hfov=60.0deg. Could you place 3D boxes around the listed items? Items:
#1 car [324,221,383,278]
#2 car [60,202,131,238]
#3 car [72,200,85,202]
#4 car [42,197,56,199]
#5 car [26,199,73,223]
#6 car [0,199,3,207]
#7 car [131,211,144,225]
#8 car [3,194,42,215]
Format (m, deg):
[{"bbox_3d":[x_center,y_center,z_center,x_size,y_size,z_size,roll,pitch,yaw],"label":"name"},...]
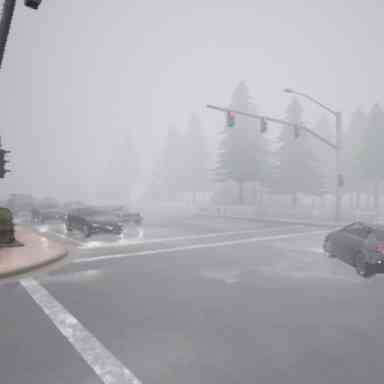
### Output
[{"bbox_3d":[5.571,1.585,10.192,1.994,1.385,4.181,0,0,5],"label":"car"},{"bbox_3d":[-5.406,1.516,18.126,1.837,1.490,4.892,0,0,-37],"label":"car"},{"bbox_3d":[-10.761,1.508,31.077,2.128,1.511,4.902,0,0,-37],"label":"car"},{"bbox_3d":[-16.810,1.367,39.150,2.097,1.767,4.553,0,0,-36],"label":"car"},{"bbox_3d":[-11.062,1.515,25.652,1.837,1.490,4.892,0,0,-37],"label":"car"},{"bbox_3d":[-24.254,1.608,43.282,1.895,1.301,4.718,0,0,-36],"label":"car"},{"bbox_3d":[-5.296,1.619,23.808,1.895,1.301,4.718,0,0,-37],"label":"car"},{"bbox_3d":[-17.495,1.230,34.218,2.150,2.045,5.566,0,0,-37],"label":"car"}]
